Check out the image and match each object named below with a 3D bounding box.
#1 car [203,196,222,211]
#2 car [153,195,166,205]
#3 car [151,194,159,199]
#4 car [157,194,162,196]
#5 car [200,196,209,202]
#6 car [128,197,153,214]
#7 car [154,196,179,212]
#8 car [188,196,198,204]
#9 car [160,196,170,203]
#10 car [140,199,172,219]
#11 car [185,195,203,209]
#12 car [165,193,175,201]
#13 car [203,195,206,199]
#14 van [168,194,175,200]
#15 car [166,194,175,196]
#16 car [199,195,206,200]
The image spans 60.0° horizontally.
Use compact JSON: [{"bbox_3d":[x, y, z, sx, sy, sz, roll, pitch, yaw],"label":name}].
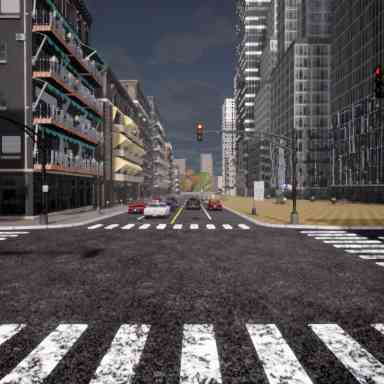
[{"bbox_3d":[2.711,1.540,41.027,1.887,1.381,4.507,-1,0,0],"label":"car"},{"bbox_3d":[-5.610,1.439,57.930,1.967,1.590,4.097,-1,0,0],"label":"car"},{"bbox_3d":[-5.637,1.436,40.983,1.967,1.590,4.097,-1,0,0],"label":"car"},{"bbox_3d":[-5.621,1.312,52.282,2.192,1.841,5.009,-1,0,0],"label":"car"},{"bbox_3d":[2.766,1.548,74.921,1.887,1.381,4.507,-1,0,0],"label":"car"},{"bbox_3d":[-5.645,1.540,35.334,1.887,1.381,4.507,-1,0,0],"label":"car"},{"bbox_3d":[-3.025,1.559,39.444,1.994,1.385,4.181,0,0,1],"label":"car"},{"bbox_3d":[0.206,1.549,67.873,2.033,1.411,5.357,0,0,0],"label":"car"},{"bbox_3d":[-5.590,1.583,69.228,1.802,1.307,4.206,-1,0,0],"label":"car"},{"bbox_3d":[-3.053,1.597,29.383,1.895,1.301,4.718,0,0,0],"label":"car"},{"bbox_3d":[0.166,1.502,44.450,1.837,1.490,4.892,0,0,0],"label":"car"},{"bbox_3d":[-5.567,1.322,86.175,2.192,1.841,5.009,-1,0,0],"label":"car"},{"bbox_3d":[2.748,1.551,63.623,2.008,1.369,4.403,-1,0,0],"label":"car"},{"bbox_3d":[-5.558,1.350,91.823,1.690,1.788,3.998,-1,0,0],"label":"van"},{"bbox_3d":[-3.009,1.502,49.625,1.837,1.490,4.892,0,0,0],"label":"car"},{"bbox_3d":[2.792,1.534,92.039,1.752,1.417,4.829,-1,0,0],"label":"car"}]
